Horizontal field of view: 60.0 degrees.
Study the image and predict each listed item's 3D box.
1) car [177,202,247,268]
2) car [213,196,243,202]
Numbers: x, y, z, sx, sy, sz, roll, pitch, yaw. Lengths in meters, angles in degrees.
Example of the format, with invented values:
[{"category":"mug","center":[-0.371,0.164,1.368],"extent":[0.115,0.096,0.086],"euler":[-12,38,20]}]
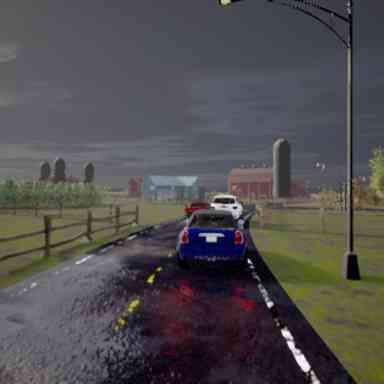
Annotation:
[{"category":"car","center":[0.760,1.388,11.689],"extent":[2.097,1.767,4.553],"euler":[0,0,5]},{"category":"car","center":[2.730,1.308,25.925],"extent":[2.150,2.045,5.566],"euler":[0,0,11]}]
